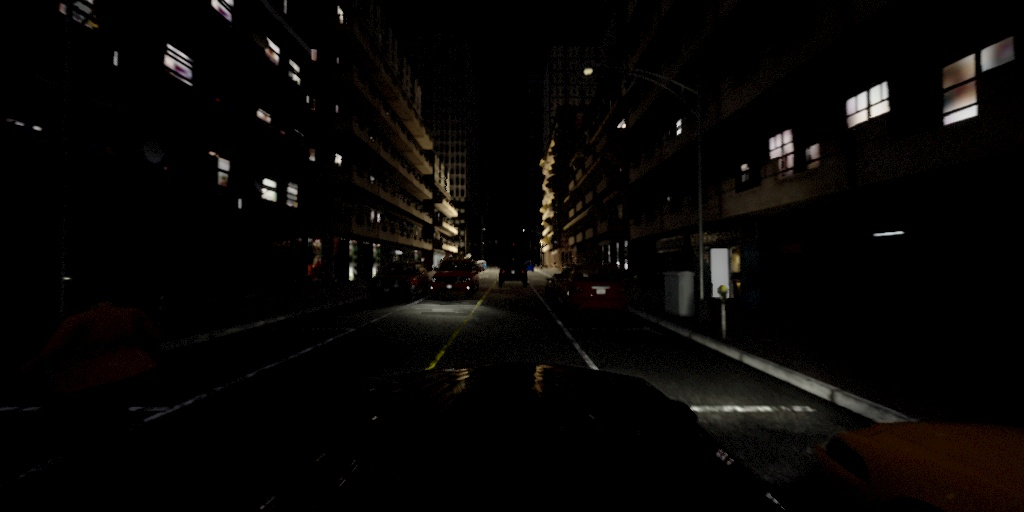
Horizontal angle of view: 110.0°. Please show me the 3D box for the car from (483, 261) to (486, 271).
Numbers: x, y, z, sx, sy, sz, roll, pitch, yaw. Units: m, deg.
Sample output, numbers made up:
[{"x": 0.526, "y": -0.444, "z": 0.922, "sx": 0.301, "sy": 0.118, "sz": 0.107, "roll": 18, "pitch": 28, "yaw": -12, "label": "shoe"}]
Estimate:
[{"x": -5.667, "y": 1.951, "z": 57.546, "sx": 1.802, "sy": 1.307, "sz": 4.207, "roll": 0, "pitch": 0, "yaw": 0, "label": "car"}]

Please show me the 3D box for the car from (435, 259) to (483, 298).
[{"x": -3.104, "y": 1.182, "z": 20.517, "sx": 2.150, "sy": 2.045, "sz": 5.566, "roll": 0, "pitch": -1, "yaw": 0, "label": "car"}]

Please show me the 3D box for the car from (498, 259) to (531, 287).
[{"x": 0.086, "y": 1.268, "z": 28.343, "sx": 2.150, "sy": 2.045, "sz": 5.566, "roll": 0, "pitch": -1, "yaw": 0, "label": "car"}]

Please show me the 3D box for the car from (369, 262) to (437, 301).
[{"x": -5.694, "y": 1.256, "z": 18.766, "sx": 2.192, "sy": 1.841, "sz": 5.009, "roll": 0, "pitch": 0, "yaw": 0, "label": "car"}]

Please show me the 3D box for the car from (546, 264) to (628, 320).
[{"x": 2.689, "y": 1.194, "z": 13.280, "sx": 2.192, "sy": 1.841, "sz": 5.009, "roll": 0, "pitch": 0, "yaw": 0, "label": "car"}]

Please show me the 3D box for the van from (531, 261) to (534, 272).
[{"x": 2.681, "y": 1.710, "z": 57.600, "sx": 1.690, "sy": 1.789, "sz": 3.998, "roll": 0, "pitch": 0, "yaw": 0, "label": "van"}]

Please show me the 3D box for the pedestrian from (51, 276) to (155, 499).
[{"x": -3.470, "y": 1.059, "z": 3.056, "sx": 0.375, "sy": 1.860, "sz": 0.375, "roll": 1, "pitch": -2, "yaw": -1, "label": "pedestrian"}]

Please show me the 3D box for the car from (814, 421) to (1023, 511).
[{"x": 3.000, "y": 1.188, "z": 0.157, "sx": 1.801, "sy": 1.575, "sz": 5.366, "roll": 0, "pitch": -1, "yaw": 0, "label": "car"}]
